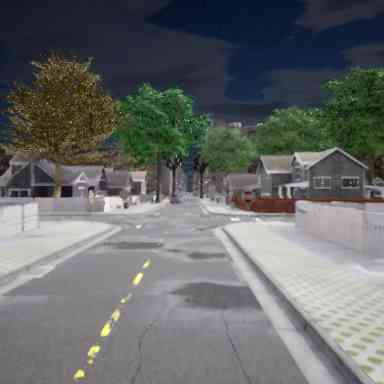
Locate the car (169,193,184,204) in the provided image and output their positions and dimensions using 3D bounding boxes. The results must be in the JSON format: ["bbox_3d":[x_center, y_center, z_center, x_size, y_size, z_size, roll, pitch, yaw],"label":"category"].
[{"bbox_3d":[-2.926,1.294,60.032,2.097,1.767,4.553,0,-1,0],"label":"car"}]
